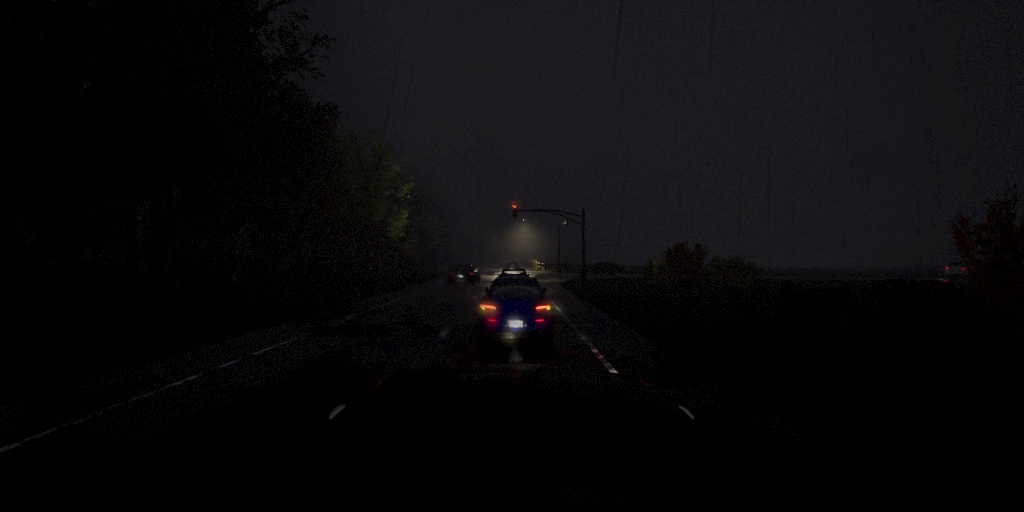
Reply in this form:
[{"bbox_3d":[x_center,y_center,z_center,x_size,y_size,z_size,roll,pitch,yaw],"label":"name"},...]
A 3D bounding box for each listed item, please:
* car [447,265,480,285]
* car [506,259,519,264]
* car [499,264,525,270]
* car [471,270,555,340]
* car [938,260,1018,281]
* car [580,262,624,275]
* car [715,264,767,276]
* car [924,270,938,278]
[{"bbox_3d":[-3.401,1.319,25.928,1.994,1.385,4.181,0,0,0],"label":"car"},{"bbox_3d":[0.101,1.258,63.314,1.837,1.490,4.892,0,0,0],"label":"car"},{"bbox_3d":[0.099,1.318,18.661,1.994,1.385,4.181,0,0,0],"label":"car"},{"bbox_3d":[0.100,1.278,9.906,1.812,1.442,4.674,0,0,0],"label":"car"},{"bbox_3d":[48.549,1.498,37.192,5.566,2.045,2.150,1,-1,0],"label":"car"},{"bbox_3d":[10.410,1.435,41.526,4.892,1.490,1.837,1,0,9],"label":"car"},{"bbox_3d":[25.903,1.636,40.889,5.357,1.411,2.033,1,-1,0],"label":"car"},{"bbox_3d":[50.397,1.905,40.705,5.357,1.411,2.033,1,-1,1],"label":"car"}]
